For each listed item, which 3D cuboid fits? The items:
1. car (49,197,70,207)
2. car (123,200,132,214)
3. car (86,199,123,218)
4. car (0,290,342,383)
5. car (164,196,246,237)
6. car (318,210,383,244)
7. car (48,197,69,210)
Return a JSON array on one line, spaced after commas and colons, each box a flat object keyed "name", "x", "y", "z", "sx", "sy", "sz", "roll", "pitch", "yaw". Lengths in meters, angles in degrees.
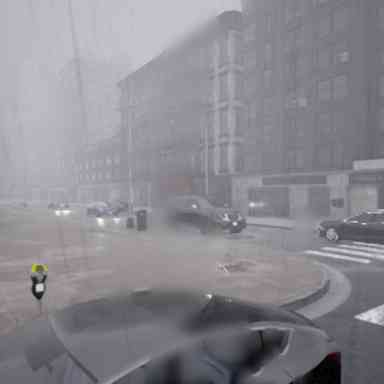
[{"name": "car", "x": -22.140, "y": 1.639, "z": 55.601, "sx": 2.128, "sy": 1.511, "sz": 4.902, "roll": 0, "pitch": 0, "yaw": -36}, {"name": "car", "x": -8.197, "y": 1.579, "z": 36.110, "sx": 1.837, "sy": 1.490, "sz": 4.892, "roll": 0, "pitch": 0, "yaw": -36}, {"name": "car", "x": -8.630, "y": 1.601, "z": 31.647, "sx": 1.812, "sy": 1.442, "sz": 4.674, "roll": 0, "pitch": 0, "yaw": -35}, {"name": "car", "x": -0.685, "y": 1.565, "z": 2.325, "sx": 4.313, "sy": 1.339, "sz": 1.947, "roll": 0, "pitch": 0, "yaw": -36}, {"name": "car", "x": 0.541, "y": 1.255, "z": 18.820, "sx": 2.150, "sy": 2.045, "sz": 5.566, "roll": 0, "pitch": 0, "yaw": -36}, {"name": "car", "x": 7.714, "y": 1.504, "z": 13.875, "sx": 1.837, "sy": 1.490, "sz": 4.892, "roll": 0, "pitch": 0, "yaw": -36}, {"name": "car", "x": -18.121, "y": 1.616, "z": 45.052, "sx": 2.128, "sy": 1.511, "sz": 4.902, "roll": 0, "pitch": 0, "yaw": -35}]
